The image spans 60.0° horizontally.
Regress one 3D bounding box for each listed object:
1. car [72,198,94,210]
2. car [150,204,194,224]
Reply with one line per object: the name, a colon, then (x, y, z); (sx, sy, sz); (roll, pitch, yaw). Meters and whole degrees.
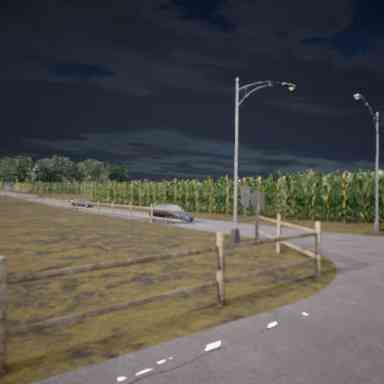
car: (-14.710, 1.564, 44.788); (1.837, 1.490, 4.892); (2, -1, -35)
car: (-1.715, 1.663, 26.494); (1.812, 1.442, 4.674); (2, -1, -35)
